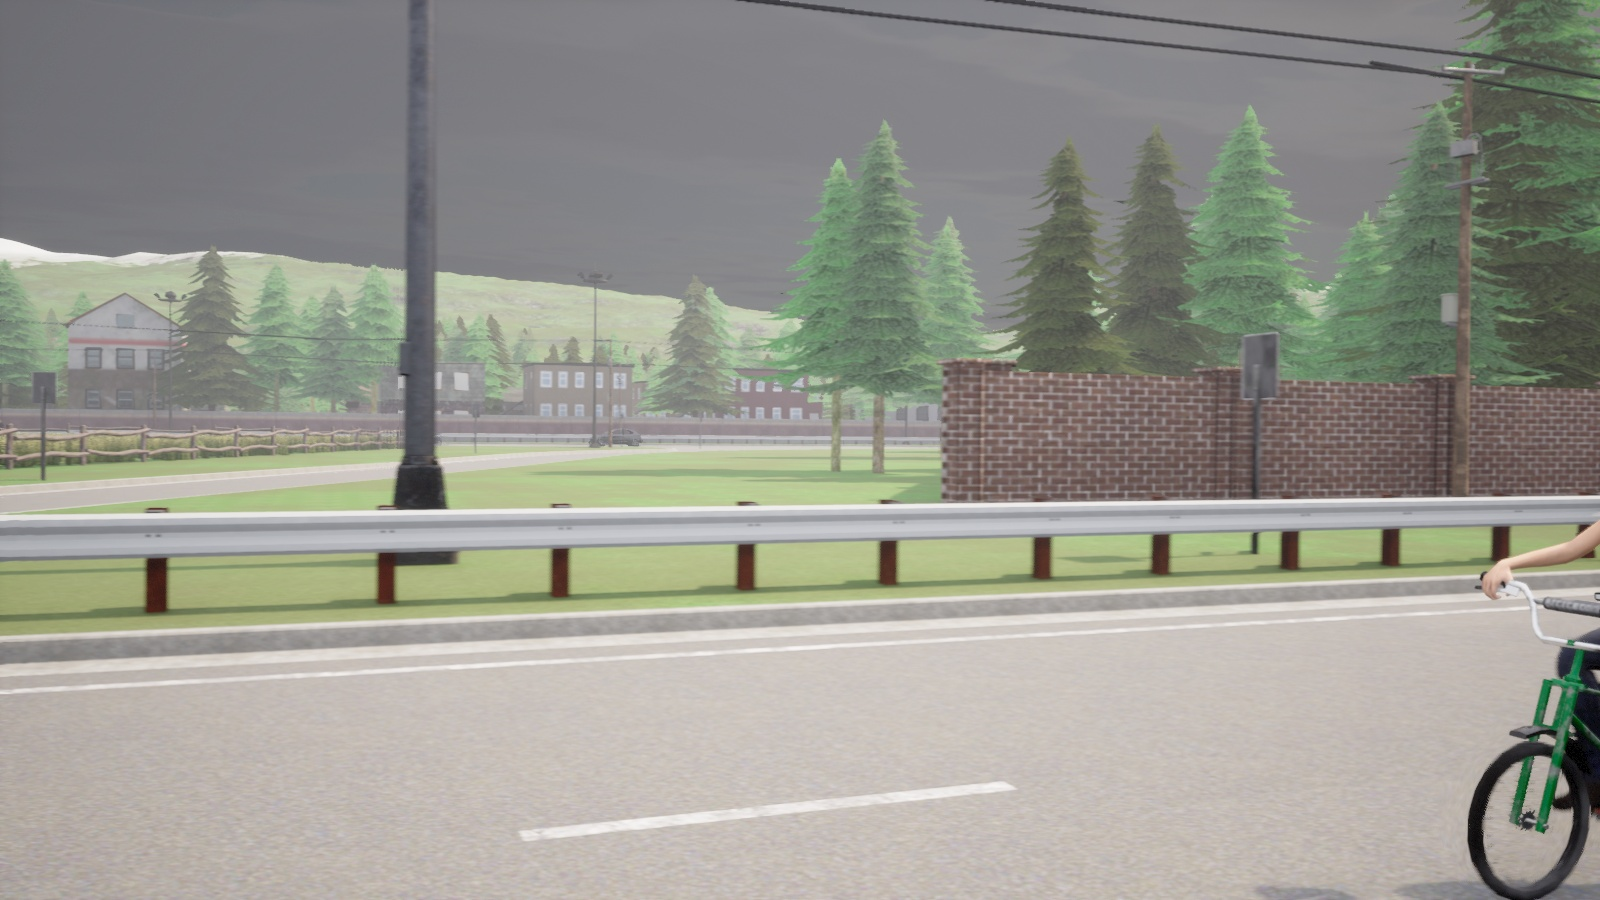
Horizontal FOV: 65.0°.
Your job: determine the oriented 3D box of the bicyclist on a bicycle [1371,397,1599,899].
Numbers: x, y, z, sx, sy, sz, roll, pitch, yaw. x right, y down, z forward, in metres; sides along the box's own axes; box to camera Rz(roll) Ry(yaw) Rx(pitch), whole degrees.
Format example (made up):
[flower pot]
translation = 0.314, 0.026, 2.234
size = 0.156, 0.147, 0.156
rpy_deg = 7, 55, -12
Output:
[bicyclist on a bicycle]
translation = 2.897, 0.633, 4.335
size = 1.509, 1.612, 0.866
rpy_deg = -1, 1, -20
